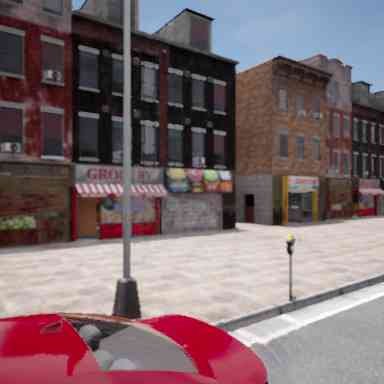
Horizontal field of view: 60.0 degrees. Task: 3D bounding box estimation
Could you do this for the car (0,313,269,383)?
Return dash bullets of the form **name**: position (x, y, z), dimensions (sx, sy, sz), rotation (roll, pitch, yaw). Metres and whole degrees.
- **car**: position (-1.510, 1.545, 1.733), dimensions (4.507, 1.381, 1.887), rotation (0, 0, -35)
